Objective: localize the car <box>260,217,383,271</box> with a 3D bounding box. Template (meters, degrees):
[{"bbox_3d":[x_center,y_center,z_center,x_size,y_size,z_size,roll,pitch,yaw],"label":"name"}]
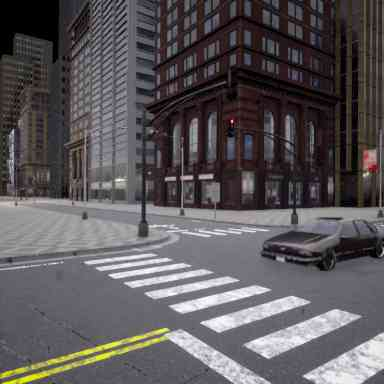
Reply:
[{"bbox_3d":[4.706,1.551,11.056,5.357,1.411,2.033,0,0,-35],"label":"car"}]
